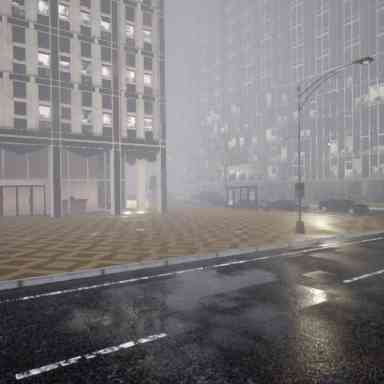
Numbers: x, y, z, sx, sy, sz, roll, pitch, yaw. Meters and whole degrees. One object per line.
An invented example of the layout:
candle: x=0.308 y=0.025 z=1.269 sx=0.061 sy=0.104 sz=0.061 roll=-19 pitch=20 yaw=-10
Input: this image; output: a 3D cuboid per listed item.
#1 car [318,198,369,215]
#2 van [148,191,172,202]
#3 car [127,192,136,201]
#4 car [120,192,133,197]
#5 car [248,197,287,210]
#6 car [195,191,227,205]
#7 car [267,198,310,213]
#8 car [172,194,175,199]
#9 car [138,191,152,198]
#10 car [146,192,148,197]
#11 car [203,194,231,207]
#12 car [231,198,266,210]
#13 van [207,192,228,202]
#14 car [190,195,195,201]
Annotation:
car: x=14.889 y=1.358 z=32.925 sx=1.837 sy=1.490 sz=4.892 roll=-1 pitch=1 yaw=-34
van: x=-5.680 y=0.938 z=58.381 sx=1.690 sy=1.788 sz=3.998 roll=0 pitch=1 yaw=-34
car: x=-12.108 y=1.040 z=67.759 sx=2.008 sy=1.369 sz=4.403 roll=0 pitch=1 yaw=-34
car: x=-18.050 y=0.689 z=91.247 sx=2.008 sy=1.369 sz=4.403 roll=0 pitch=1 yaw=-34
car: x=9.280 y=1.364 z=41.130 sx=1.895 sy=1.301 sz=4.718 roll=-1 pitch=1 yaw=-34
car: x=3.264 y=0.887 z=49.908 sx=2.150 sy=2.045 sz=5.566 roll=-1 pitch=1 yaw=-35
car: x=10.282 y=1.424 z=34.872 sx=1.947 sy=1.339 sz=4.313 roll=0 pitch=1 yaw=-34
car: x=-5.195 y=0.936 z=72.497 sx=1.802 sy=1.307 sz=4.206 roll=0 pitch=1 yaw=-34
car: x=-11.623 y=0.687 z=81.870 sx=1.967 sy=1.590 sz=4.097 roll=0 pitch=1 yaw=-34
car: x=-8.409 y=0.616 z=77.181 sx=2.192 sy=1.841 sz=5.009 roll=0 pitch=1 yaw=-34
car: x=3.916 y=1.320 z=44.292 sx=1.947 sy=1.339 sz=4.313 roll=0 pitch=1 yaw=-34
car: x=7.082 y=1.388 z=39.572 sx=1.802 sy=1.307 sz=4.206 roll=0 pitch=1 yaw=-34
van: x=4.445 y=0.856 z=58.430 sx=1.690 sy=1.788 sz=3.998 roll=0 pitch=1 yaw=-34
car: x=1.232 y=1.044 z=63.121 sx=1.802 sy=1.307 sz=4.206 roll=0 pitch=1 yaw=-34
